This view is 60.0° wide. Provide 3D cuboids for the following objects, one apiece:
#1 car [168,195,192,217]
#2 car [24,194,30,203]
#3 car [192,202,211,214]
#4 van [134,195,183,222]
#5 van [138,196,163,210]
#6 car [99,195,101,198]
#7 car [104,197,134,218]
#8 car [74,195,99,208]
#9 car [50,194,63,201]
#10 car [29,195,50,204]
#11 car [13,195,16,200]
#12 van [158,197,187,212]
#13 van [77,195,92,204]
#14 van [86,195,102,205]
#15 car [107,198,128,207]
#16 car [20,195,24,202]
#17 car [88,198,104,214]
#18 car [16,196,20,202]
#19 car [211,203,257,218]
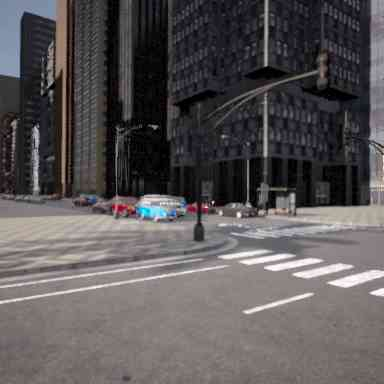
[{"bbox_3d":[-2.759,1.301,31.108,2.150,2.045,5.566,1,0,-35],"label":"car"},{"bbox_3d":[-32.412,1.482,68.147,1.967,1.590,4.097,1,0,-35],"label":"car"},{"bbox_3d":[0.880,1.717,36.099,1.802,1.307,4.206,1,0,-35],"label":"car"},{"bbox_3d":[-2.766,1.399,26.529,1.690,1.788,3.998,1,0,-35],"label":"van"},{"bbox_3d":[-5.706,1.469,45.349,1.690,1.788,3.998,1,0,-35],"label":"van"},{"bbox_3d":[-15.589,1.707,59.220,1.802,1.307,4.206,1,0,-35],"label":"car"},{"bbox_3d":[-6.060,1.368,31.153,2.192,1.841,5.009,1,0,-35],"label":"car"},{"bbox_3d":[-16.228,1.547,50.115,1.882,1.535,5.008,1,-1,-35],"label":"car"},{"bbox_3d":[-35.351,1.438,86.968,2.192,1.841,5.009,1,0,-35],"label":"car"},{"bbox_3d":[-29.119,1.593,63.522,2.008,1.369,4.403,1,0,-35],"label":"car"},{"bbox_3d":[-42.195,1.566,81.880,1.752,1.417,4.829,1,0,-35],"label":"car"},{"bbox_3d":[-2.412,1.472,40.725,1.690,1.788,3.998,1,0,-35],"label":"van"},{"bbox_3d":[-22.176,1.465,68.471,1.690,1.788,3.998,1,0,-35],"label":"van"},{"bbox_3d":[-18.882,1.466,63.846,1.690,1.788,3.998,1,0,-35],"label":"van"},{"bbox_3d":[-12.296,1.707,54.596,1.802,1.307,4.206,1,0,-35],"label":"car"},{"bbox_3d":[-35.608,1.567,72.632,1.752,1.417,4.829,1,0,-35],"label":"car"},{"bbox_3d":[-9.356,1.631,35.777,1.802,1.307,4.206,1,0,-35],"label":"car"},{"bbox_3d":[-39.001,1.607,77.395,1.947,1.339,4.313,1,0,-35],"label":"car"},{"bbox_3d":[4.174,1.690,31.475,2.008,1.369,4.403,1,0,-35],"label":"car"}]
